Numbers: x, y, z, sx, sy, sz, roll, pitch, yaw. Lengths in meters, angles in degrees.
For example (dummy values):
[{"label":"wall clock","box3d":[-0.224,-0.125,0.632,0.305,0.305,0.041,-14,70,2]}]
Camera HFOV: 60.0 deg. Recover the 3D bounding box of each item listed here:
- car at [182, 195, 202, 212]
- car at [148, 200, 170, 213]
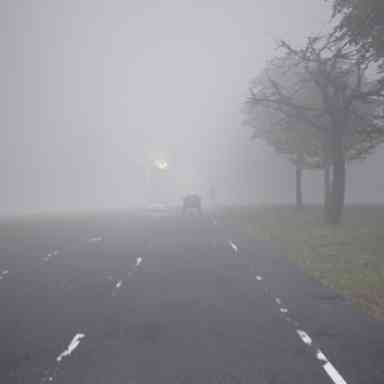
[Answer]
[{"label":"car","box3d":[0.005,1.324,40.989,2.150,2.045,5.566,0,0,0]},{"label":"car","box3d":[-3.816,1.619,38.570,1.812,1.442,4.674,0,0,4]}]
